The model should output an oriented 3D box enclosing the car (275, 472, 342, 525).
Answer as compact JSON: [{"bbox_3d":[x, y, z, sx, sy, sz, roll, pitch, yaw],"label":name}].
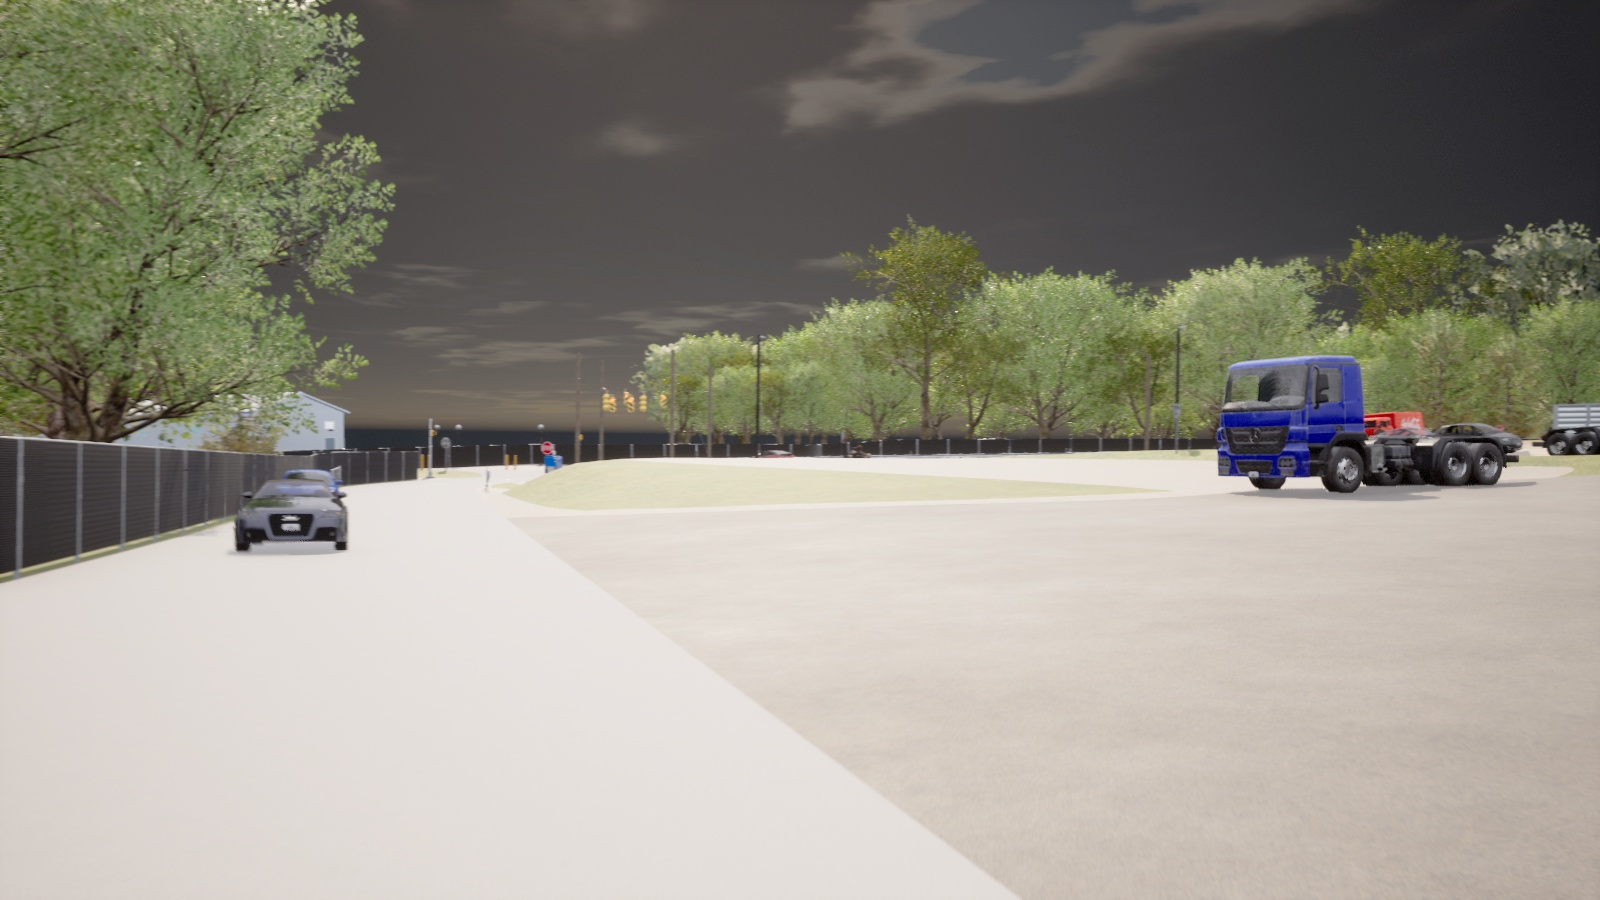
[{"bbox_3d":[-15.699,1.487,40.224,1.882,1.535,5.008,0,-1,-20],"label":"car"}]

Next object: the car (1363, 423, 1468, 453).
[{"bbox_3d":[29.656,-0.600,60.641,1.994,1.385,4.181,0,1,-27],"label":"car"}]

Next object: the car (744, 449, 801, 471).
[{"bbox_3d":[-2.138,0.783,96.054,2.007,1.525,4.514,0,-2,-38],"label":"car"}]

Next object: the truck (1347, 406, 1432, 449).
[{"bbox_3d":[38.154,-1.467,81.232,5.204,2.467,2.627,-2,-3,-36],"label":"truck"}]

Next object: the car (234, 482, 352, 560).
[{"bbox_3d":[-10.014,1.353,25.088,1.994,1.385,4.181,0,-1,-19],"label":"car"}]

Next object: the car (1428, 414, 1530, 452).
[{"bbox_3d":[33.516,-0.840,62.050,1.851,1.617,3.988,-7,4,-38],"label":"car"}]

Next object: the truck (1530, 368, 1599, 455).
[{"bbox_3d":[35.150,-1.738,52.294,2.891,3.462,7.936,1,-4,-24],"label":"truck"}]

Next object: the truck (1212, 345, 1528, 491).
[{"bbox_3d":[14.825,-0.830,32.571,7.936,3.462,2.891,-1,0,-24],"label":"truck"}]
